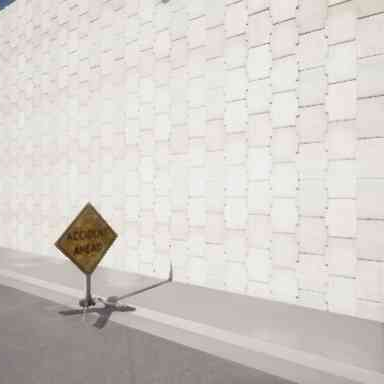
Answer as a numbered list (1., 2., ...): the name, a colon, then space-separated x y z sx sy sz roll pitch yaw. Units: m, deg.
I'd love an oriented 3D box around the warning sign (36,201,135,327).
1. warning sign: -1.844 1.114 5.860 1.060 1.860 1.300 0 0 36
